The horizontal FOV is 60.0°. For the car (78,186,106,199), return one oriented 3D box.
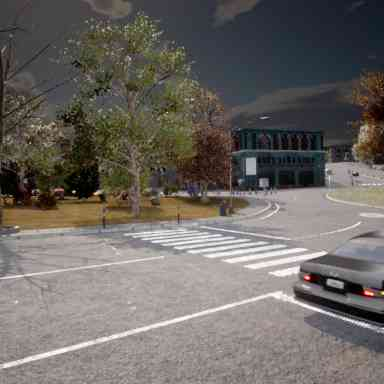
[{"bbox_3d":[-19.069,0.054,63.734,2.435,2.045,5.566,-2,2,17],"label":"car"}]

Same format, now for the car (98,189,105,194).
[{"bbox_3d":[-14.324,0.125,60.106,2.185,1.767,4.553,-2,1,17],"label":"car"}]

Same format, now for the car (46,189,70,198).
[{"bbox_3d":[-28.497,0.294,70.970,2.231,1.521,4.892,-1,2,18],"label":"car"}]

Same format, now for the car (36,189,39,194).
[{"bbox_3d":[-30.823,0.263,72.817,2.097,1.535,5.008,0,2,18],"label":"car"}]

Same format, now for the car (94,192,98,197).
[{"bbox_3d":[-16.734,0.287,61.737,1.946,1.575,5.366,-1,2,17],"label":"car"}]

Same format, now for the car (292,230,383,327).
[{"bbox_3d":[4.379,1.524,6.842,5.357,1.411,2.033,0,0,-35],"label":"car"}]

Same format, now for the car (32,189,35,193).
[{"bbox_3d":[-33.171,0.103,74.628,2.185,1.767,4.553,0,2,18],"label":"car"}]

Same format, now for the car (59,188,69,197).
[{"bbox_3d":[-23.796,0.352,67.297,2.163,1.488,4.792,-1,2,17],"label":"car"}]

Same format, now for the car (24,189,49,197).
[{"bbox_3d":[-35.534,0.195,76.337,1.946,1.575,5.366,0,3,19],"label":"car"}]

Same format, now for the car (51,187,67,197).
[{"bbox_3d":[-26.155,0.062,69.107,2.435,2.045,5.566,0,2,18],"label":"car"}]

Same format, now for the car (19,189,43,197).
[{"bbox_3d":[-37.783,0.151,78.382,2.097,1.535,5.008,0,3,19],"label":"car"}]
